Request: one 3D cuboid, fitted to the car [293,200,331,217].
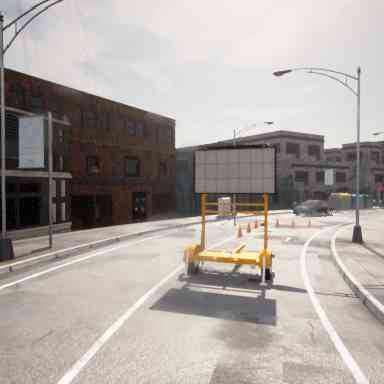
[{"bbox_3d":[11.462,1.521,31.607,4.892,1.490,1.837,0,0,-43],"label":"car"}]

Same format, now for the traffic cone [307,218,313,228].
[{"bbox_3d":[7.481,1.982,21.154,0.340,0.580,0.340,1,0,22],"label":"traffic cone"}]

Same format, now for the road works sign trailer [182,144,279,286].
[{"bbox_3d":[1.251,0.462,9.677,2.380,3.560,2.880,0,0,20],"label":"road works sign trailer"}]
